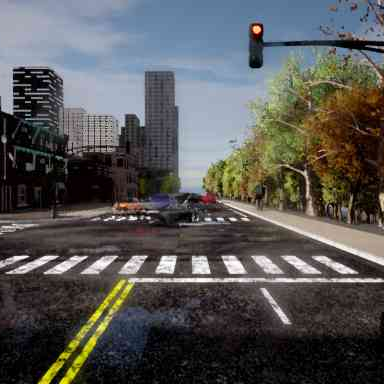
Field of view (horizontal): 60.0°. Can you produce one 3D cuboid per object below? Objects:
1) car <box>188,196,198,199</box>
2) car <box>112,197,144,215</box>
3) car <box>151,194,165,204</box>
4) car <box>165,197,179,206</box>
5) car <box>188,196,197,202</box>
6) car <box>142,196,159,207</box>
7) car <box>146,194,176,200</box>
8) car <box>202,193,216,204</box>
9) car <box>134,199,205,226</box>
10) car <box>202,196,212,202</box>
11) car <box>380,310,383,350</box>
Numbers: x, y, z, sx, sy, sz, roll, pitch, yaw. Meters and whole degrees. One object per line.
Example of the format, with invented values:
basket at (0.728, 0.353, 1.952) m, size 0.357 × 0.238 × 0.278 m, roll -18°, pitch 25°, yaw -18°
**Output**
car at (0.226, 1.453, 65.332) m, size 1.882 × 1.535 × 5.008 m, roll 0°, pitch 0°, yaw 0°
car at (-6.557, 1.342, 33.717) m, size 2.097 × 1.767 × 4.553 m, roll 0°, pitch 0°, yaw 1°
car at (-6.432, 1.328, 62.762) m, size 2.097 × 1.767 × 4.553 m, roll 0°, pitch 0°, yaw 1°
car at (-3.228, 1.581, 54.899) m, size 1.895 × 1.301 × 4.718 m, roll 0°, pitch 0°, yaw 0°
car at (0.148, 1.565, 75.633) m, size 1.895 × 1.301 × 4.718 m, roll 0°, pitch 0°, yaw 0°
car at (-6.483, 1.473, 52.707) m, size 2.128 × 1.511 × 4.902 m, roll 0°, pitch 0°, yaw 0°
car at (-3.269, 1.210, 35.866) m, size 2.150 × 2.045 × 5.566 m, roll 0°, pitch 0°, yaw 0°
car at (3.474, 1.197, 65.326) m, size 2.150 × 2.045 × 5.566 m, roll 0°, pitch 0°, yaw 1°
car at (-1.485, 1.485, 23.750) m, size 2.128 × 1.511 × 4.902 m, roll 1°, pitch 0°, yaw 35°
car at (3.400, 1.522, 75.910) m, size 1.994 × 1.385 × 4.181 m, roll 0°, pitch 0°, yaw 0°
car at (3.356, 1.491, 2.379) m, size 2.128 × 1.511 × 4.902 m, roll 0°, pitch 0°, yaw 0°
